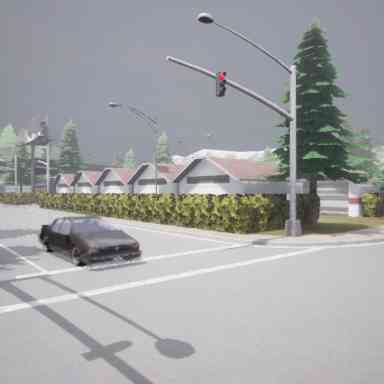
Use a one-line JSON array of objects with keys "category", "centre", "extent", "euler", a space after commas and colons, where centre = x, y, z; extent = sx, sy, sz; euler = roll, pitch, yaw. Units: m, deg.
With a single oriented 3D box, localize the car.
[{"category": "car", "centre": [-3.860, 1.561, 11.779], "extent": [2.033, 1.411, 5.357], "euler": [0, 0, -40]}]
